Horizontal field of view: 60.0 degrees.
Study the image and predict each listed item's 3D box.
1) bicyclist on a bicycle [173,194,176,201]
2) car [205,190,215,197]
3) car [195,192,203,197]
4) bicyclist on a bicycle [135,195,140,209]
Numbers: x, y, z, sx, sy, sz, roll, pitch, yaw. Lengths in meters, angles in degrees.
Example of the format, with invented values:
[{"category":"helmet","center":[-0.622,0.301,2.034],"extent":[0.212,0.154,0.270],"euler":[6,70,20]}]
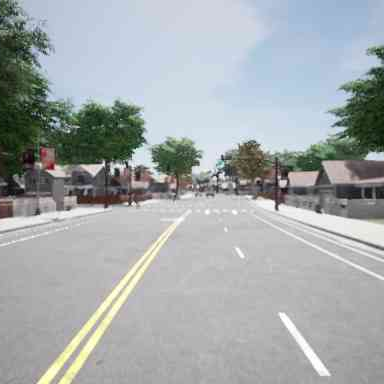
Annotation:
[{"category":"bicyclist on a bicycle","center":[-3.529,1.219,67.043],"extent":[0.582,1.620,1.656],"euler":[0,1,6]},{"category":"car","center":[5.074,0.444,92.755],"extent":[2.150,2.045,5.566],"euler":[0,0,8]},{"category":"car","center":[1.858,0.738,93.222],"extent":[1.812,1.442,4.674],"euler":[0,0,8]},{"category":"bicyclist on a bicycle","center":[-6.966,1.278,42.474],"extent":[0.659,1.776,1.843],"euler":[0,0,5]}]
